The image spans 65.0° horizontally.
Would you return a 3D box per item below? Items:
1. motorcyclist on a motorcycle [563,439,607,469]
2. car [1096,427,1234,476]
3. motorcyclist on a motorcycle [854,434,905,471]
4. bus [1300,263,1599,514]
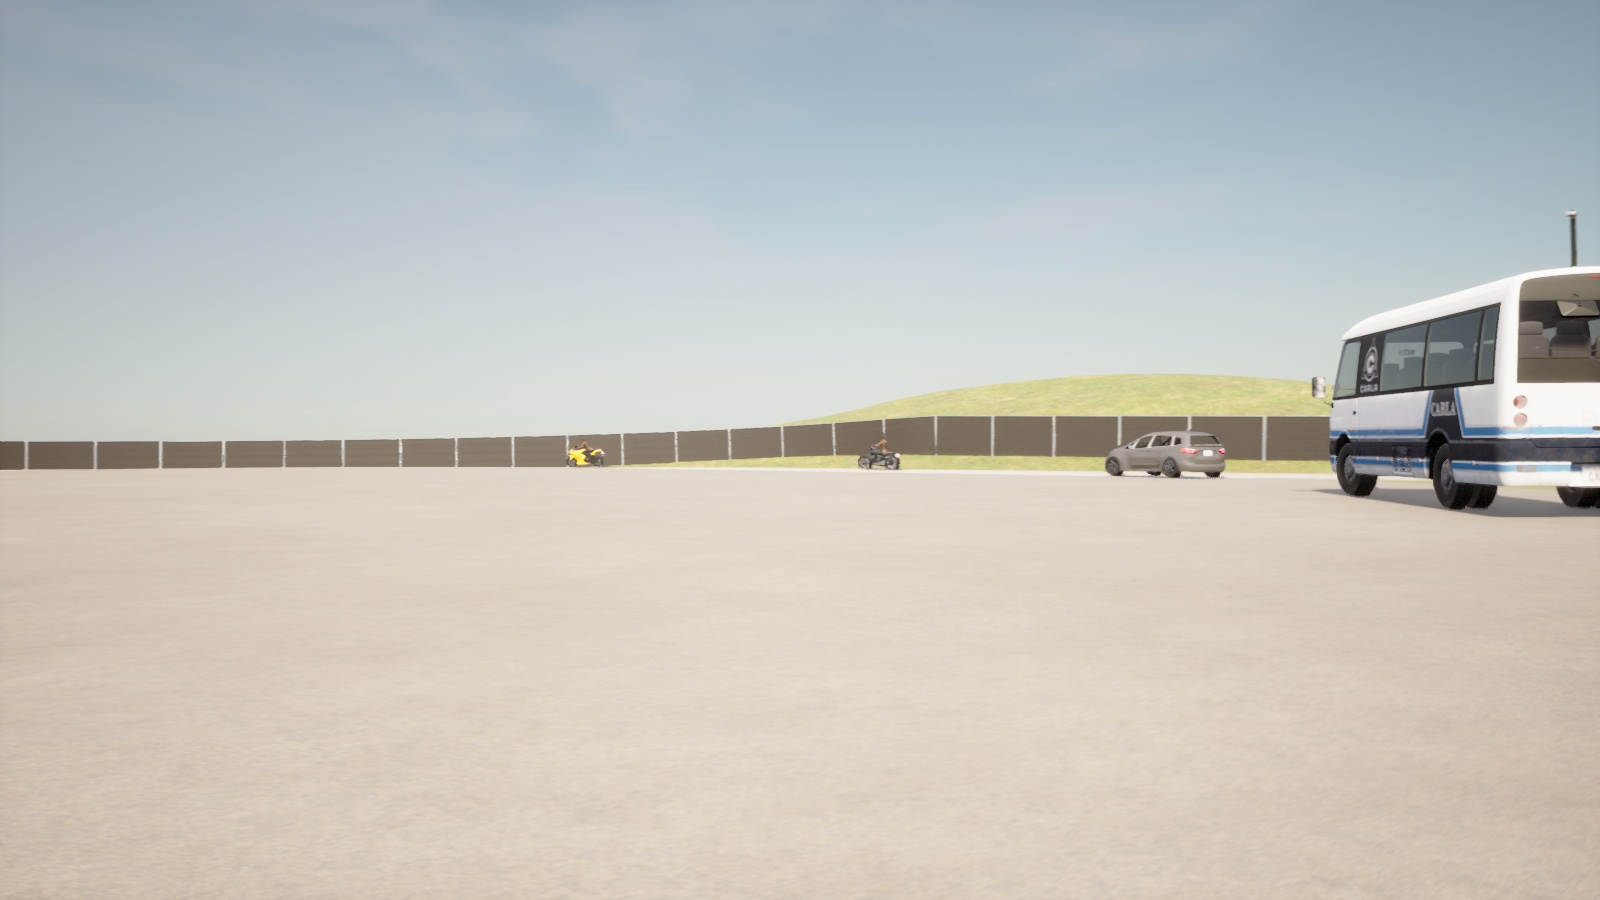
[{"bbox_3d":[-10.906,0.196,63.659,2.044,1.523,0.797,0,0,12],"label":"motorcyclist on a motorcycle"},{"bbox_3d":[13.171,0.035,45.572,2.242,1.667,4.611,0,0,-27],"label":"car"},{"bbox_3d":[3.593,0.121,57.026,2.350,1.649,0.766,0,1,43],"label":"motorcyclist on a motorcycle"},{"bbox_3d":[13.997,-1.081,26.363,3.944,4.253,10.273,0,0,6],"label":"bus"}]
